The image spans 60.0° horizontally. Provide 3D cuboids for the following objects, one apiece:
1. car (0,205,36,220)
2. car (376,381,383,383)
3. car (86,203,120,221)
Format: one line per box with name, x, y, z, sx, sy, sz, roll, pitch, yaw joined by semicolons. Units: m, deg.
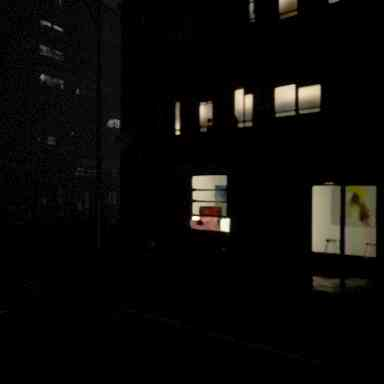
car;-17.397;1.929;32.029;2.008;1.369;4.403;0;-1;36
car;2.773;1.535;1.039;4.403;1.369;2.008;-1;1;36
car;-7.371;2.049;31.517;1.947;1.339;4.313;0;-1;36
